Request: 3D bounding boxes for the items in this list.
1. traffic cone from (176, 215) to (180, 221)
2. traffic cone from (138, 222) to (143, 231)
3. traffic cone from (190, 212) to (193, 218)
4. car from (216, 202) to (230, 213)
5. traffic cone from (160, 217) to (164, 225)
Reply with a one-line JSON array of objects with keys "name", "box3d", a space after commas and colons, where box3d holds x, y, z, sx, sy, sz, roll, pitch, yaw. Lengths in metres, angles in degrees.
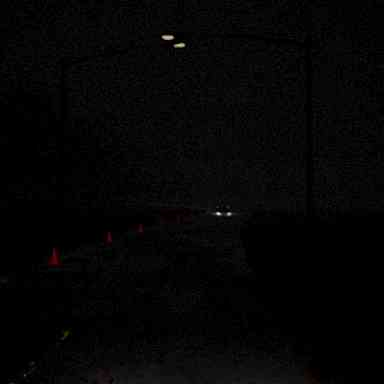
[{"name": "traffic cone", "box3d": [-1.291, 2.353, 30.803, 0.340, 0.580, 0.340, 0, -1, 13]}, {"name": "traffic cone", "box3d": [-3.217, 2.154, 20.790, 0.340, 0.580, 0.340, 0, -1, 9]}, {"name": "traffic cone", "box3d": [-0.059, 2.474, 35.741, 0.340, 0.580, 0.340, 0, -1, 15]}, {"name": "car", "box3d": [4.845, 2.275, 51.710, 2.097, 1.767, 4.553, 0, -1, 4]}, {"name": "traffic cone", "box3d": [-2.345, 2.246, 25.815, 0.340, 0.580, 0.340, 0, -1, 11]}]
